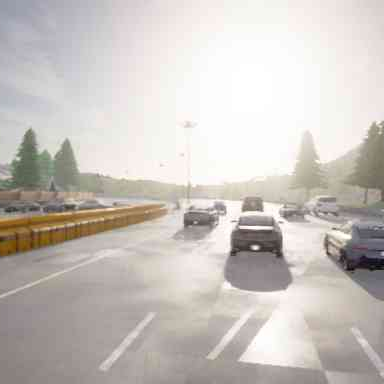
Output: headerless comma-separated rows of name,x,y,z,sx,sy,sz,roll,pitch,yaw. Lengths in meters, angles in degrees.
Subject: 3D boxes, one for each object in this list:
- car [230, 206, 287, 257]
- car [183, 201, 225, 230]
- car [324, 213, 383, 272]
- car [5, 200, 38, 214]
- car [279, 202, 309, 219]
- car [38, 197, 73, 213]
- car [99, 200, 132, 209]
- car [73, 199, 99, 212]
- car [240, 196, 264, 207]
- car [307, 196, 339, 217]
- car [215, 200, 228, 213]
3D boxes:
car,2.593,1.571,13.352,1.837,1.490,4.892,0,0,12
car,0.696,1.579,21.841,2.128,1.511,4.902,0,0,11
car,5.649,1.636,10.862,1.994,1.385,4.181,0,0,12
car,-18.452,1.604,36.424,1.994,1.385,4.181,0,0,7
car,9.310,1.768,31.315,1.895,1.301,4.718,0,0,8
car,-14.807,1.415,37.520,2.097,1.767,4.553,0,0,6
car,-7.938,1.694,35.759,1.895,1.301,4.718,0,0,7
car,-11.251,1.588,37.761,1.837,1.490,4.892,0,0,6
car,6.275,1.388,35.034,2.150,2.045,5.566,0,0,7
car,13.199,1.421,33.942,2.150,2.045,5.566,0,0,7
car,3.120,1.688,38.802,1.812,1.442,4.674,0,0,6
